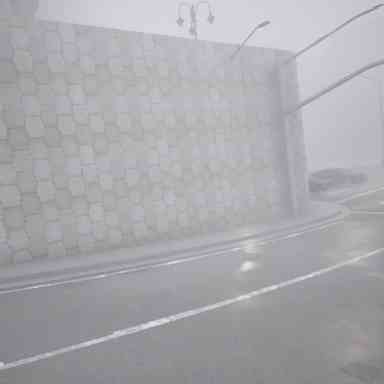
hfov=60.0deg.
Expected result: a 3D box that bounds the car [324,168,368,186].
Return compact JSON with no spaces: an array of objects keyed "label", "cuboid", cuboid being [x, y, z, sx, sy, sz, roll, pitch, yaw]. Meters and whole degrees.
[{"label":"car","cuboid":[12.660,-1.339,29.044,1.837,1.490,4.892,-11,7,-35]}]

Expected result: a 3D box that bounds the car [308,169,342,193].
[{"label":"car","cuboid":[9.216,-0.733,27.917,2.033,1.411,5.357,-11,6,-34]}]
